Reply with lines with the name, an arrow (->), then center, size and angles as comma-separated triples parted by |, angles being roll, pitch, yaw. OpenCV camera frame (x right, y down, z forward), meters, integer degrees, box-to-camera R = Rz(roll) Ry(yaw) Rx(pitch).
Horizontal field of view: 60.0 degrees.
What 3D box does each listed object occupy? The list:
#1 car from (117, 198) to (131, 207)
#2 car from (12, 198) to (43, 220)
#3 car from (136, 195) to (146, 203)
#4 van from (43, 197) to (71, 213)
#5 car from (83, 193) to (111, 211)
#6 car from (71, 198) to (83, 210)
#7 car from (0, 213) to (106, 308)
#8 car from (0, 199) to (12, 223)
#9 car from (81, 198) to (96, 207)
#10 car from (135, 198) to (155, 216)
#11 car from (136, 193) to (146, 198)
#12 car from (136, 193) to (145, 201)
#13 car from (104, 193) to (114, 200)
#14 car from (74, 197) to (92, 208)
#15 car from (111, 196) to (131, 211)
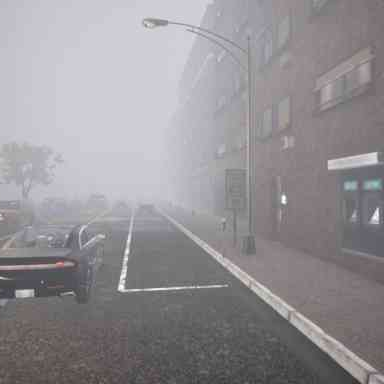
car -> -10.370, 1.599, 51.143 | 1.895, 1.301, 4.718 | 0, 0, -9
car -> -10.963, 1.327, 19.952 | 2.192, 1.841, 5.009 | 0, 0, -9
car -> -11.045, 1.416, 71.478 | 1.967, 1.590, 4.097 | 1, 0, -9
van -> -12.817, 1.353, 31.091 | 1.690, 1.788, 3.998 | 0, 0, -9
car -> -11.946, 1.227, 42.188 | 2.150, 2.045, 5.566 | 0, 0, -9
car -> -14.673, 1.590, 42.231 | 1.802, 1.307, 4.206 | 0, 0, -9
car -> -3.210, 1.495, 7.989 | 2.128, 1.511, 4.902 | 0, 0, -9
car -> -10.035, 1.325, 14.382 | 2.192, 1.841, 5.009 | 0, 0, -9
car -> -16.528, 1.581, 53.371 | 1.802, 1.307, 4.206 | 1, 0, -9
car -> -4.555, 1.556, 32.487 | 2.008, 1.369, 4.403 | 0, 0, -9
car -> -10.118, 1.422, 65.909 | 1.967, 1.590, 4.097 | 0, 0, -9
car -> -12.898, 1.276, 82.617 | 2.192, 1.841, 5.009 | 1, 0, -9
car -> -23.016, 1.264, 92.359 | 2.192, 1.841, 5.009 | 1, 0, -9
car -> -15.573, 1.529, 47.633 | 1.752, 1.417, 4.829 | 0, 0, -9
car -> -8.687, 1.530, 41.280 | 1.812, 1.442, 4.674 | 0, 0, -9
